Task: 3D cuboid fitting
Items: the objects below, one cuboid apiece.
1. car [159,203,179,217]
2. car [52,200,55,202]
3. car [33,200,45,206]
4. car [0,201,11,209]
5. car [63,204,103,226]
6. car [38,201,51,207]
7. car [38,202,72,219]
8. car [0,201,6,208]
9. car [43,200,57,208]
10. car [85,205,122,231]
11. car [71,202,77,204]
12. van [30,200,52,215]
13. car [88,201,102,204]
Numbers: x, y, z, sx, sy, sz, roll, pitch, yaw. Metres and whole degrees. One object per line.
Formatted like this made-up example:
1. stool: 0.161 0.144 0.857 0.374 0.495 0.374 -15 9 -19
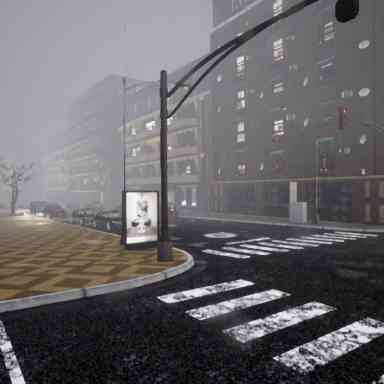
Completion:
1. car: -3.132 1.824 34.506 1.967 1.590 4.097 -2 0 -36
2. car: -25.350 2.470 60.605 1.994 1.385 4.181 -1 -1 -36
3. car: -37.824 2.798 82.258 1.887 1.381 4.507 -2 0 -36
4. car: -38.087 2.704 68.323 2.008 1.369 4.403 -2 0 -36
5. car: -8.818 1.969 27.632 2.008 1.369 4.403 -2 0 -36
6. car: -34.559 2.736 77.745 1.947 1.339 4.313 -2 0 -36
7. car: -14.893 2.115 36.109 1.887 1.381 4.507 -2 0 -36
8. car: -44.614 2.863 77.348 1.887 1.381 4.507 -2 0 -36
9. car: -31.299 2.528 73.233 1.967 1.590 4.097 -2 0 -36
10. car: -5.554 1.888 23.119 2.008 1.369 4.403 -2 0 -36
11. car: -21.505 2.424 59.695 1.802 1.307 4.206 -2 0 -36
12. van: -19.811 2.035 42.997 1.690 1.788 3.998 -2 0 -36
13. car: -14.977 2.119 50.672 1.967 1.590 4.097 -2 0 -36
